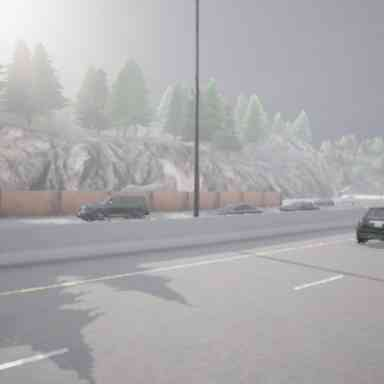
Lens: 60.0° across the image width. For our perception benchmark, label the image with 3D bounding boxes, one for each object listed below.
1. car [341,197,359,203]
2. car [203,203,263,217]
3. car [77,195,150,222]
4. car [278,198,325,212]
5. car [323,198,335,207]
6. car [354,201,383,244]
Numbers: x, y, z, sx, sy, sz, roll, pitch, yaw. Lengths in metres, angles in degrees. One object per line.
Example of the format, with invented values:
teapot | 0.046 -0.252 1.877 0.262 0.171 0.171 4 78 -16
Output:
car | 25.442 1.383 53.319 1.812 1.442 4.674 0 0 42
car | 2.987 1.572 23.682 4.892 1.490 1.837 1 0 -37
car | -5.947 1.266 25.699 5.566 2.045 2.150 1 0 -37
car | 11.256 1.664 34.723 5.357 1.411 2.033 0 0 -40
car | 21.816 1.674 54.572 1.882 1.535 5.008 0 0 43
car | 9.461 1.416 15.135 4.553 1.767 2.097 0 0 -37
